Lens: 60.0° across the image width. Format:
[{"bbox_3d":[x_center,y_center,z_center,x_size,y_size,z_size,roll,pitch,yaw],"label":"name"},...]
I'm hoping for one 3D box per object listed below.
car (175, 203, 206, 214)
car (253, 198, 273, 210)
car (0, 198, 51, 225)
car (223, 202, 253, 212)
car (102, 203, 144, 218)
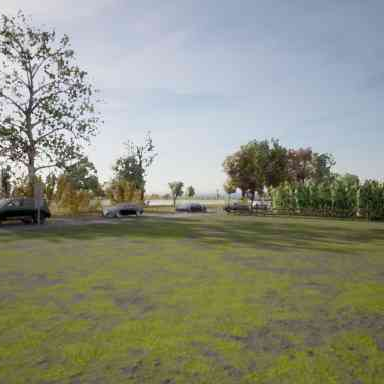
[{"bbox_3d":[-0.083,2.158,45.068,2.033,1.411,5.357,-1,-2,35],"label":"car"},{"bbox_3d":[12.516,2.058,58.158,2.150,2.045,5.566,-1,-2,35],"label":"car"},{"bbox_3d":[-13.717,1.476,25.571,2.150,2.045,5.566,-1,-1,34],"label":"car"},{"bbox_3d":[6.582,2.224,49.572,2.033,1.411,5.357,-1,-2,35],"label":"car"},{"bbox_3d":[-7.192,1.915,34.924,2.128,1.511,4.902,-1,-1,35],"label":"car"}]
